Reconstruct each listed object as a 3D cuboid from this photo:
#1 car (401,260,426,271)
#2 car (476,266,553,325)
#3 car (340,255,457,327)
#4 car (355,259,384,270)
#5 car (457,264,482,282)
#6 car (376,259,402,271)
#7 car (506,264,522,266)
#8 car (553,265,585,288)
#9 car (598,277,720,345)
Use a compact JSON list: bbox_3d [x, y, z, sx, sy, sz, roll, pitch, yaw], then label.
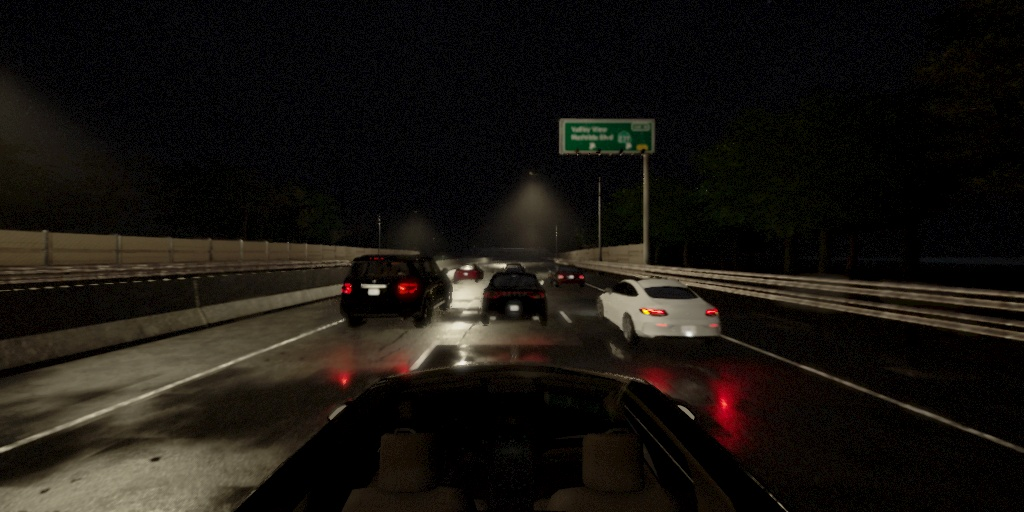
[{"bbox_3d":[-13.830,1.259,50.726,2.033,1.411,5.357,0,0,1],"label":"car"},{"bbox_3d":[0.079,1.229,11.839,1.882,1.535,5.008,0,0,0],"label":"car"},{"bbox_3d":[-3.424,0.975,11.641,2.150,2.045,5.566,0,0,1],"label":"car"},{"bbox_3d":[-20.792,1.200,52.586,2.128,1.511,4.902,0,0,1],"label":"car"},{"bbox_3d":[-3.354,1.300,28.278,1.994,1.385,4.181,0,0,1],"label":"car"},{"bbox_3d":[-17.329,1.189,50.716,1.882,1.535,5.008,0,0,1],"label":"car"},{"bbox_3d":[0.147,1.300,28.388,1.994,1.385,4.181,0,0,1],"label":"car"},{"bbox_3d":[3.595,1.289,23.988,2.033,1.411,5.357,0,0,1],"label":"car"},{"bbox_3d":[3.554,1.278,9.388,1.812,1.442,4.674,0,0,2],"label":"car"}]
